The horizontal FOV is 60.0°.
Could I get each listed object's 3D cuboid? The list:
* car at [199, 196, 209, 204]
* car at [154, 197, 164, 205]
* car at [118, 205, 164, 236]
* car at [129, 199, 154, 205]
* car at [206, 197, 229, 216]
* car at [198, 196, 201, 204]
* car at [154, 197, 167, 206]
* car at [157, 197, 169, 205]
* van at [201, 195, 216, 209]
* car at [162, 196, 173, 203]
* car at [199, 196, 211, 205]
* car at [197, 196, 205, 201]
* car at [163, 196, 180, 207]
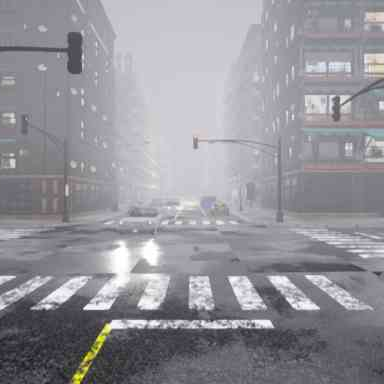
[{"bbox_3d":[2.427,1.611,68.741,2.008,1.369,4.403,1,0,0],"label":"car"},{"bbox_3d":[-5.417,1.619,51.697,1.802,1.307,4.206,1,0,0],"label":"car"},{"bbox_3d":[-2.791,1.608,18.620,1.895,1.301,4.718,0,0,0],"label":"car"},{"bbox_3d":[-5.510,1.569,34.724,2.008,1.369,4.403,1,0,0],"label":"car"},{"bbox_3d":[2.634,1.541,32.285,1.752,1.417,4.829,1,0,0],"label":"car"},{"bbox_3d":[2.466,1.352,51.772,2.192,1.841,5.009,1,0,0],"label":"car"},{"bbox_3d":[-5.428,1.570,57.185,1.752,1.417,4.829,1,0,0],"label":"car"},{"bbox_3d":[-5.441,1.634,63.013,1.802,1.307,4.206,1,0,0],"label":"car"},{"bbox_3d":[2.510,1.371,46.119,1.690,1.788,3.998,1,0,0],"label":"van"},{"bbox_3d":[-5.465,1.621,74.328,2.008,1.369,4.403,1,0,0],"label":"car"},{"bbox_3d":[2.440,1.492,63.085,1.967,1.590,4.097,1,0,0],"label":"car"},{"bbox_3d":[2.391,1.636,85.709,1.887,1.381,4.507,1,0,0],"label":"car"},{"bbox_3d":[-2.860,1.585,51.312,1.994,1.385,4.181,0,0,0],"label":"car"}]
